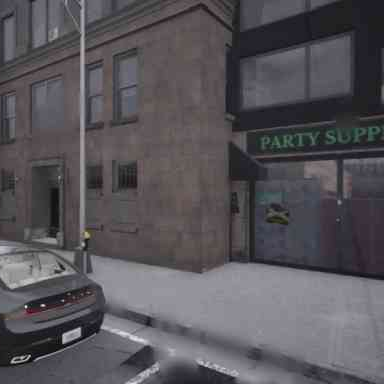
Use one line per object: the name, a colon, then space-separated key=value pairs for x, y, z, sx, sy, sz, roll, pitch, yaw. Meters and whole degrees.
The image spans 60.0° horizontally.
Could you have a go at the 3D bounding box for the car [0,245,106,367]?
car: x=-3.273 y=1.551 z=5.413 sx=4.403 sy=1.369 sz=2.008 roll=0 pitch=0 yaw=36
